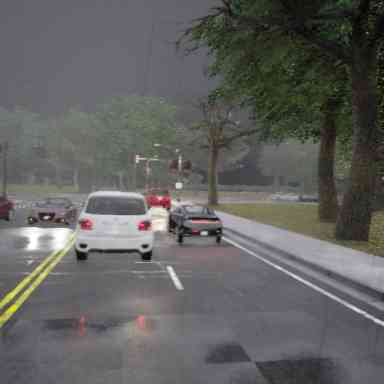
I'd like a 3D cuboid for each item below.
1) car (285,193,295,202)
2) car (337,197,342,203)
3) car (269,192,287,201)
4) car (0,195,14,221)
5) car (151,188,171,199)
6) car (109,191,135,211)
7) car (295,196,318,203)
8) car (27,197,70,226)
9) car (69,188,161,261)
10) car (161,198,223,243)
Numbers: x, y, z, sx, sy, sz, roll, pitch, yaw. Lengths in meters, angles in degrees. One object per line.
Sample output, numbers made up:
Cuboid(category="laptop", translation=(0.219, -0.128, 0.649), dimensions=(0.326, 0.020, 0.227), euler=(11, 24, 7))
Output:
Cuboid(category="car", translation=(23.331, 1.520, 73.494), dimensions=(4.674, 1.442, 1.812), euler=(2, 1, -34))
Cuboid(category="car", translation=(34.504, 1.834, 77.123), dimensions=(4.902, 1.511, 2.128), euler=(2, 1, -34))
Cuboid(category="car", translation=(19.833, 1.069, 75.043), dimensions=(5.566, 2.045, 2.150), euler=(2, 1, -34))
Cuboid(category="car", translation=(-10.404, 0.812, 16.398), dimensions=(1.882, 1.535, 5.008), euler=(2, 1, -11))
Cuboid(category="car", translation=(-3.291, 0.664, 31.489), dimensions=(2.150, 2.045, 5.566), euler=(2, 0, -11))
Cuboid(category="car", translation=(-6.601, 0.796, 31.123), dimensions=(2.128, 1.511, 4.902), euler=(2, 1, -13))
Cuboid(category="car", translation=(24.829, 1.571, 70.585), dimensions=(5.008, 1.535, 1.882), euler=(2, 1, -34))
Cuboid(category="car", translation=(-7.443, 1.007, 18.144), dimensions=(1.994, 1.385, 4.181), euler=(2, 1, -11))
Cuboid(category="car", translation=(-2.551, 0.969, 11.284), dimensions=(2.150, 2.045, 5.566), euler=(2, 1, -12))
Cuboid(category="car", translation=(0.002, 1.304, 15.006), dimensions=(2.128, 1.511, 4.902), euler=(2, 1, -11))
